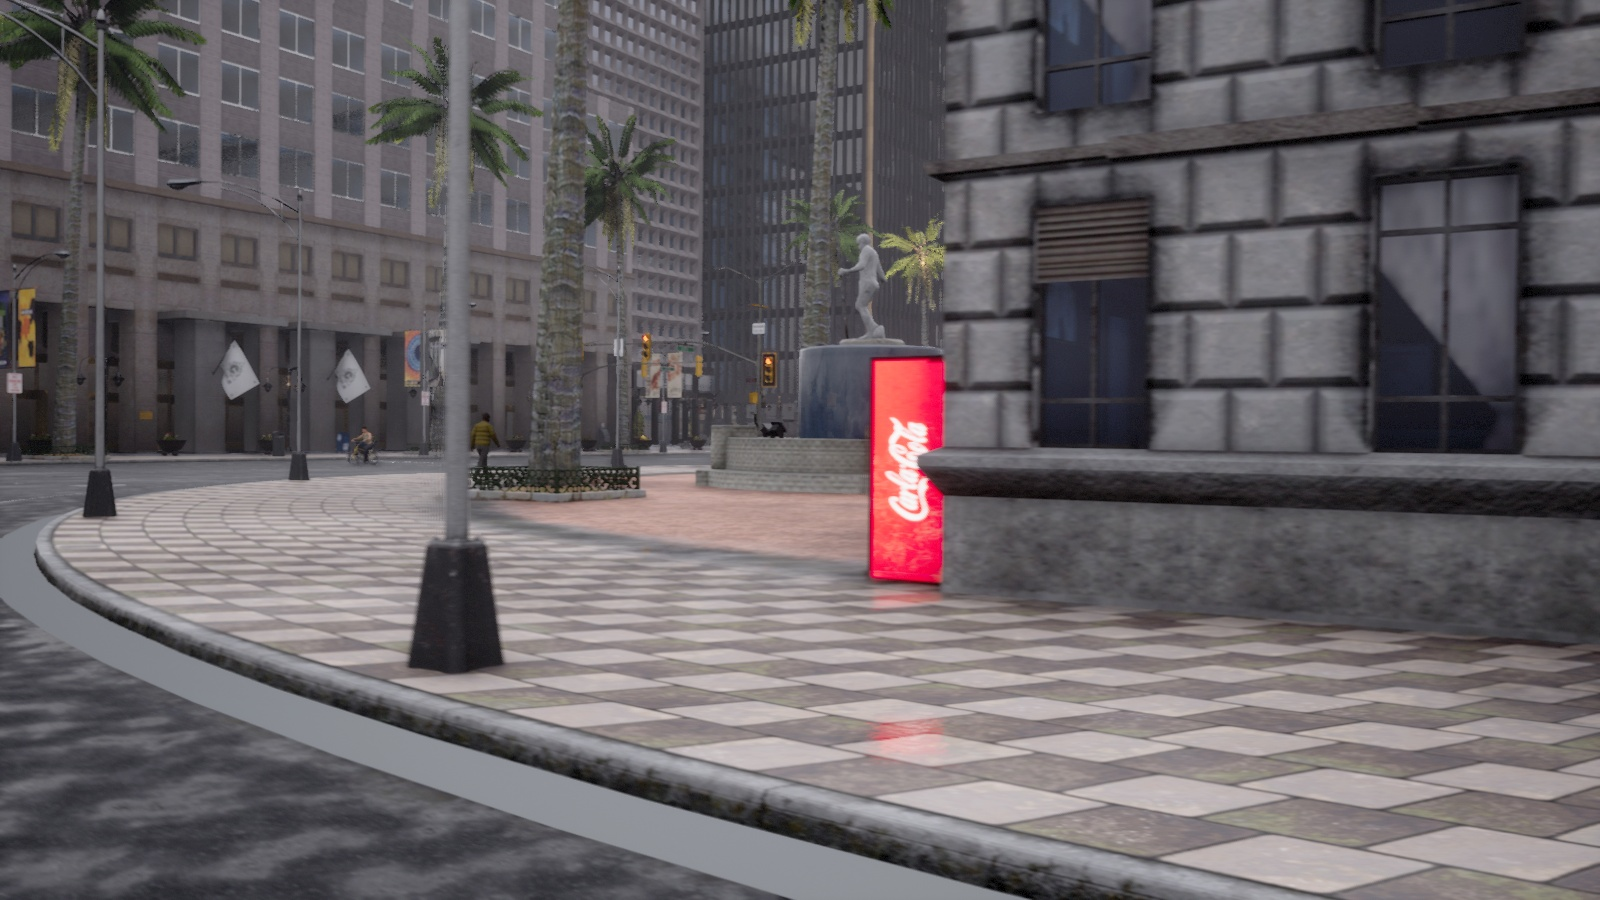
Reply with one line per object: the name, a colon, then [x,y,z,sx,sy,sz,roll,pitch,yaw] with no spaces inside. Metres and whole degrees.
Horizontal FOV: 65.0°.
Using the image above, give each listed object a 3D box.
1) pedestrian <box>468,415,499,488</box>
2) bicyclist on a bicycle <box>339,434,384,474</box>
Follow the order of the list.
pedestrian: [-8.094,0.036,32.120,0.370,1.835,0.726,0,1,23]
bicyclist on a bicycle: [-17.825,0.151,51.105,0.866,1.612,1.509,0,1,31]
